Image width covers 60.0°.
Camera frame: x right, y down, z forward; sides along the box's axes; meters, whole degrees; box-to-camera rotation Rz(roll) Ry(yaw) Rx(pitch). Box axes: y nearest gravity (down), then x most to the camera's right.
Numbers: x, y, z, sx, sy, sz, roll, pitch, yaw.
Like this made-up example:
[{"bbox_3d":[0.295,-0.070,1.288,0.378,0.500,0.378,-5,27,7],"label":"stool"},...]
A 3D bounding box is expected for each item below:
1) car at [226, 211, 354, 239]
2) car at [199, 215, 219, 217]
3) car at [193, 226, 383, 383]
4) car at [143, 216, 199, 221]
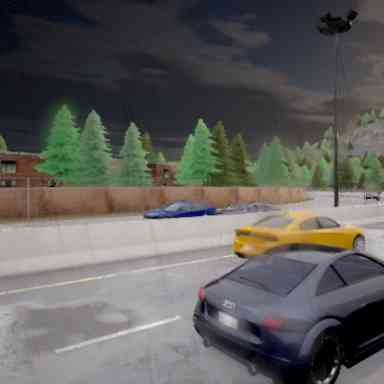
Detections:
[{"bbox_3d":[3.544,1.373,10.573,5.008,1.535,1.882,-1,0,-36],"label":"car"},{"bbox_3d":[3.157,1.332,19.247,4.902,1.511,2.128,-1,1,-37],"label":"car"},{"bbox_3d":[2.073,1.510,5.224,4.181,1.385,1.994,-1,0,-35],"label":"car"},{"bbox_3d":[-0.632,1.344,20.779,5.008,1.535,1.882,-1,1,-36],"label":"car"}]
